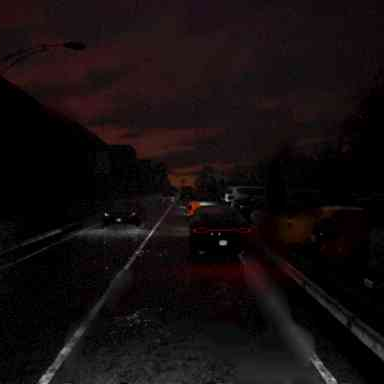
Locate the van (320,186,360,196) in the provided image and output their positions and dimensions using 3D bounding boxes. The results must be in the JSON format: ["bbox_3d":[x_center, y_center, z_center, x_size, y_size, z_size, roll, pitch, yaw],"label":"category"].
[{"bbox_3d":[18.227,0.282,39.973,4.442,1.987,1.878,0,1,-1],"label":"van"}]

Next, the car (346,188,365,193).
[{"bbox_3d":[18.052,0.697,31.619,5.366,1.575,1.946,0,1,-1],"label":"car"}]

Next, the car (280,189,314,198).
[{"bbox_3d":[17.871,0.183,56.675,5.008,1.535,2.097,0,1,-1],"label":"car"}]

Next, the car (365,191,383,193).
[{"bbox_3d":[18.275,0.765,28.837,5.008,1.535,2.097,0,1,-1],"label":"car"}]

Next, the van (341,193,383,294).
[{"bbox_3d":[5.439,1.088,6.095,4.442,1.987,1.878,0,2,-1],"label":"van"}]

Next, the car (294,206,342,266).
[{"bbox_3d":[5.540,1.270,8.906,4.792,1.488,2.163,0,2,-1],"label":"car"}]

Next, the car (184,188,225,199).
[{"bbox_3d":[0.672,0.802,21.545,2.097,1.767,4.553,0,1,-1],"label":"car"}]

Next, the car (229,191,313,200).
[{"bbox_3d":[5.287,0.890,22.908,4.892,1.521,2.231,0,1,-1],"label":"car"}]

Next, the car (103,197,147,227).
[{"bbox_3d":[-3.610,1.043,18.576,1.812,1.442,4.674,0,1,-1],"label":"car"}]

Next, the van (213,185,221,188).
[{"bbox_3d":[4.959,0.340,36.917,4.442,1.987,1.878,0,1,-1],"label":"van"}]

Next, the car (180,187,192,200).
[{"bbox_3d":[-0.643,0.432,47.019,1.994,1.385,4.181,0,1,0],"label":"car"}]

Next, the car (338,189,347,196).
[{"bbox_3d":[18.192,0.676,34.407,4.674,1.452,2.002,0,1,-1],"label":"car"}]

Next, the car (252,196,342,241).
[{"bbox_3d":[5.418,1.094,14.505,5.008,1.535,2.097,0,2,-1],"label":"car"}]

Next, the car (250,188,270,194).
[{"bbox_3d":[17.488,-0.166,85.156,4.674,1.452,2.002,0,1,-1],"label":"car"}]

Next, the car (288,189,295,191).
[{"bbox_3d":[17.958,0.278,51.108,5.008,1.535,2.097,0,1,-1],"label":"car"}]

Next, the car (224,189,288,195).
[{"bbox_3d":[5.199,0.760,28.516,5.008,1.535,2.097,0,1,-1],"label":"car"}]

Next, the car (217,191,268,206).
[{"bbox_3d":[5.112,0.632,34.120,4.892,1.521,2.231,0,1,-1],"label":"car"}]

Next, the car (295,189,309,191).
[{"bbox_3d":[17.993,0.371,48.323,4.674,1.452,2.002,0,1,-1],"label":"car"}]

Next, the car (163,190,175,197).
[{"bbox_3d":[-4.143,0.257,59.891,1.895,1.301,4.718,0,1,0],"label":"car"}]

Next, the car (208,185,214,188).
[{"bbox_3d":[5.021,0.189,42.521,5.566,2.045,2.435,0,1,-1],"label":"car"}]

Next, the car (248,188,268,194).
[{"bbox_3d":[17.453,-0.249,88.304,5.008,1.535,2.097,0,1,-1],"label":"car"}]

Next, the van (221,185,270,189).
[{"bbox_3d":[5.277,0.470,31.316,4.442,1.987,1.878,0,1,-1],"label":"van"}]

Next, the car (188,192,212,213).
[{"bbox_3d":[0.586,0.816,27.586,1.837,1.490,4.892,0,1,-1],"label":"car"}]

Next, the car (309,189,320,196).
[{"bbox_3d":[18.039,0.321,42.752,4.553,1.767,2.185,0,1,-1],"label":"car"}]

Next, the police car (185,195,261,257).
[{"bbox_3d":[0.814,1.120,11.671,1.930,1.638,5.238,0,1,-1],"label":"police car"}]
